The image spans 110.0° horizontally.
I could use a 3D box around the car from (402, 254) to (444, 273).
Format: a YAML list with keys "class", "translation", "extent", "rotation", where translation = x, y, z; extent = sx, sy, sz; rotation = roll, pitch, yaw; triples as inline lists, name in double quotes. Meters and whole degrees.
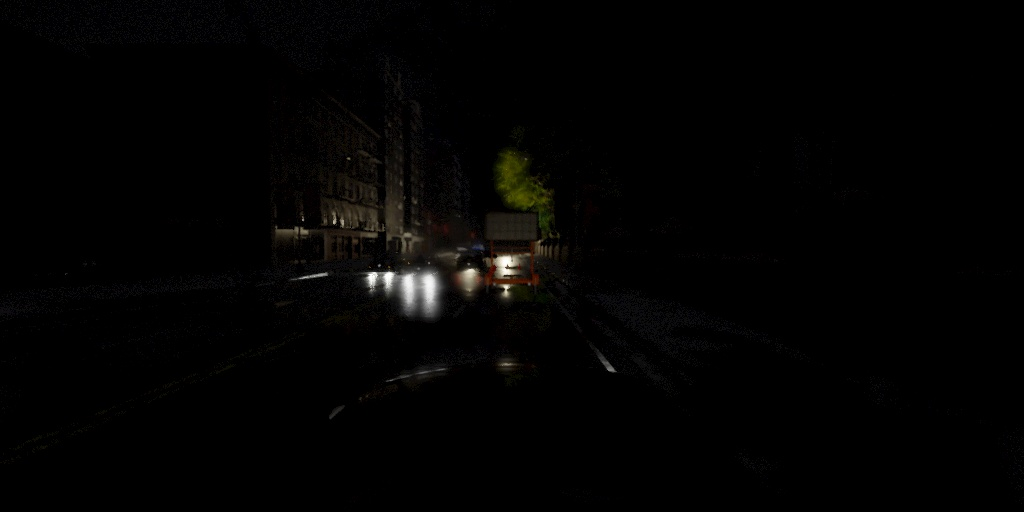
- class: "car"
  translation: [-6.603, 0.521, 27.561]
  extent: [1.895, 1.301, 4.718]
  rotation: [0, 2, 0]

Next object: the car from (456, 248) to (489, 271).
- class: "car"
  translation: [-3.155, 0.361, 28.707]
  extent: [1.882, 1.535, 5.008]
  rotation: [0, 2, 0]

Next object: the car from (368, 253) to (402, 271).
- class: "car"
  translation: [-9.850, 0.451, 28.596]
  extent: [1.994, 1.385, 4.181]
  rotation: [0, 2, 0]

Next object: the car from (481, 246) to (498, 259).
- class: "car"
  translation: [-3.160, -0.427, 53.375]
  extent: [1.882, 1.535, 5.008]
  rotation: [0, 1, 0]

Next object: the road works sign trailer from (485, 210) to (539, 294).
- class: "road works sign trailer"
  translation: [-0.003, -0.252, 16.240]
  extent: [2.380, 3.560, 2.880]
  rotation: [0, 0, 0]
